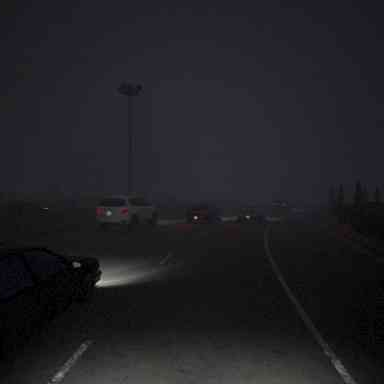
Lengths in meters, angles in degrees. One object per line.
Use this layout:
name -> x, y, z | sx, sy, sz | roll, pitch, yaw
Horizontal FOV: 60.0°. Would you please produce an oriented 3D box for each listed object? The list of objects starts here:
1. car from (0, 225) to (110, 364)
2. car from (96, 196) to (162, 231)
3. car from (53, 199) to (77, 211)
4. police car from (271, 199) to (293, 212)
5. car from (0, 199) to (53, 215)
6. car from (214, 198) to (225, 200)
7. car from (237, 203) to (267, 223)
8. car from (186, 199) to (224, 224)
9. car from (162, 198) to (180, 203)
car -> -3.125, 1.544, 5.152 | 2.033, 1.411, 5.357 | 0, 0, 4
car -> -4.007, 1.256, 21.272 | 2.150, 2.045, 5.566 | 0, 0, 14
car -> -14.361, 1.578, 35.523 | 1.837, 1.490, 4.892 | 0, 0, 21
police car -> 11.277, 1.665, 41.510 | 2.038, 1.542, 4.974 | 0, 0, 25
car -> -11.381, 1.369, 21.068 | 2.097, 1.767, 4.553 | 0, 0, 14
car -> 4.865, 1.798, 61.160 | 2.128, 1.511, 4.902 | 0, 0, 25
car -> 4.745, 1.596, 26.134 | 1.812, 1.442, 4.674 | 0, 0, 18
car -> 1.003, 1.567, 25.909 | 1.837, 1.490, 4.892 | 0, 0, 18
car -> -3.652, 1.662, 51.275 | 1.882, 1.535, 5.008 | 0, -1, 26
